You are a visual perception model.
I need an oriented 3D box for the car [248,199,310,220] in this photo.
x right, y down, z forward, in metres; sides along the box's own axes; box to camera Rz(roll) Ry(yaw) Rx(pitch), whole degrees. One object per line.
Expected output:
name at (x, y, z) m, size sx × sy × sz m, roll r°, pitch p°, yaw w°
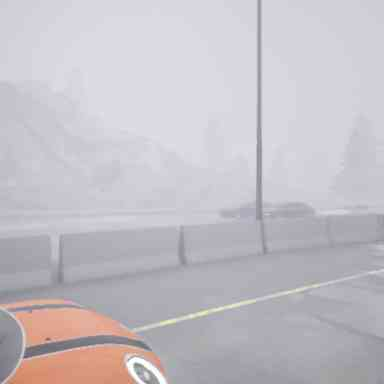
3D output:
car at (6.827, 1.427, 24.277) m, size 4.892 × 1.490 × 1.837 m, roll 0°, pitch 0°, yaw -28°

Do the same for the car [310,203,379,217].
car at (10.493, 1.455, 22.246) m, size 4.674 × 1.442 × 1.812 m, roll 0°, pitch 0°, yaw -27°

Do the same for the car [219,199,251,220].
car at (4.540, 1.390, 27.014) m, size 5.008 × 1.535 × 1.882 m, roll 0°, pitch 0°, yaw -28°

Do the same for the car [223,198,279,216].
car at (5.619, 1.376, 31.533) m, size 5.008 × 1.535 × 1.882 m, roll 0°, pitch 0°, yaw -27°

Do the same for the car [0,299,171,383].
car at (-2.303, 1.345, 1.979) m, size 4.553 × 1.767 × 2.097 m, roll 0°, pitch 0°, yaw -36°
